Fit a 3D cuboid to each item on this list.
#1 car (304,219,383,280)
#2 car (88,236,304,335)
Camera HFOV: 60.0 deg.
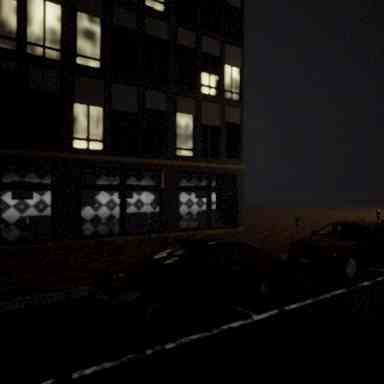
[{"bbox_3d":[4.744,1.532,9.938,4.507,1.381,1.887,0,0,-36],"label":"car"},{"bbox_3d":[0.116,1.578,6.637,4.206,1.307,1.802,0,0,-36],"label":"car"}]
